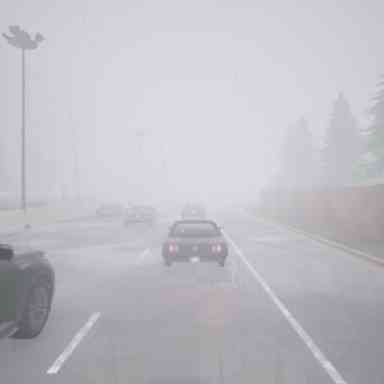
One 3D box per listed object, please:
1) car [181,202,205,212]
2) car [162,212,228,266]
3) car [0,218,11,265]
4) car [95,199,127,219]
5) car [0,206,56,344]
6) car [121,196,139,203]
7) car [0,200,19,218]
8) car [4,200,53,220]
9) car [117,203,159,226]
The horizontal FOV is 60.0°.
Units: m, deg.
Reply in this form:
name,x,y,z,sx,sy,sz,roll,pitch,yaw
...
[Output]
name,x,y,z,sx,sy,sz,roll,pitch,yaw
car,0.100,1.568,28.735,1.994,1.385,4.181,0,0,0
car,0.092,1.602,11.511,1.895,1.301,4.718,0,0,0
car,-6.917,1.548,8.147,2.033,1.411,5.357,0,0,0
car,-6.900,1.567,28.757,1.994,1.385,4.181,0,0,0
car,-3.446,1.225,3.401,2.150,2.045,5.566,0,0,1
car,-13.444,1.560,72.051,1.994,1.385,4.181,0,0,20
car,-17.537,1.528,29.567,1.812,1.442,4.674,0,0,1
car,-14.045,1.507,28.939,1.837,1.490,4.892,0,0,1
car,-3.413,1.551,23.131,2.033,1.411,5.357,0,0,0
